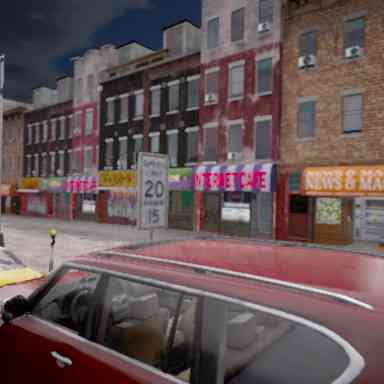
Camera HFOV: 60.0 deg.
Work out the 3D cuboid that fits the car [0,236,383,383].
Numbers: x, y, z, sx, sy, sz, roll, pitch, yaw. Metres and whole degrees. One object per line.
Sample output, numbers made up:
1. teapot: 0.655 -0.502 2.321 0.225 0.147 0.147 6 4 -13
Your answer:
1. car: -0.239 1.355 3.007 5.009 1.841 2.192 0 0 40
